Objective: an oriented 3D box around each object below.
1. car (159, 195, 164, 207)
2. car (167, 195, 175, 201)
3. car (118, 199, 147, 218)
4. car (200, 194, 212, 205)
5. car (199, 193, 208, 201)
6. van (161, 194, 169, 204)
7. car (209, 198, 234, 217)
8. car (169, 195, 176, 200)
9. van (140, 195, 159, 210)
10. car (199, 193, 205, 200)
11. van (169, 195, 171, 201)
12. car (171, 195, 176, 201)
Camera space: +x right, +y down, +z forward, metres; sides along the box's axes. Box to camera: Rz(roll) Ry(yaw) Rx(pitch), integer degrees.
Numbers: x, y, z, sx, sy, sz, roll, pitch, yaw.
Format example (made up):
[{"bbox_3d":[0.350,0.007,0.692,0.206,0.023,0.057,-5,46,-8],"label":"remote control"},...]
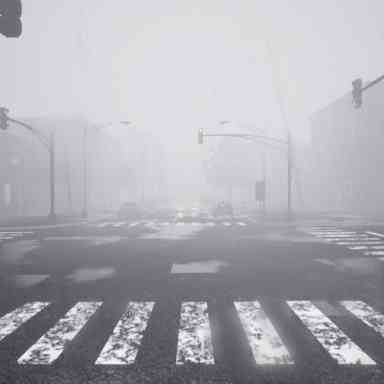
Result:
[{"bbox_3d":[-5.507,1.536,47.055,1.887,1.381,4.507,0,0,0],"label":"car"},{"bbox_3d":[-5.352,1.526,85.879,1.887,1.381,4.507,0,0,0],"label":"car"},{"bbox_3d":[-5.572,1.577,30.416,1.802,1.307,4.206,0,0,0],"label":"car"},{"bbox_3d":[2.918,1.539,58.114,2.008,1.369,4.403,-1,0,0],"label":"car"},{"bbox_3d":[3.026,1.296,85.845,2.192,1.841,5.009,-1,0,0],"label":"car"},{"bbox_3d":[-5.465,1.329,58.147,1.690,1.788,3.998,0,0,0],"label":"van"},{"bbox_3d":[2.808,1.520,30.552,1.752,1.417,4.829,-1,0,0],"label":"car"},{"bbox_3d":[-5.331,1.562,91.424,1.802,1.307,4.206,0,0,0],"label":"car"},{"bbox_3d":[-5.530,1.333,41.508,1.690,1.788,3.998,0,0,0],"label":"van"},{"bbox_3d":[2.984,1.550,74.752,1.947,1.339,4.313,-1,0,0],"label":"car"},{"bbox_3d":[-5.442,1.328,63.693,1.690,1.788,3.998,0,0,0],"label":"van"},{"bbox_3d":[-5.375,1.549,80.332,1.947,1.339,4.313,0,0,0],"label":"car"}]
